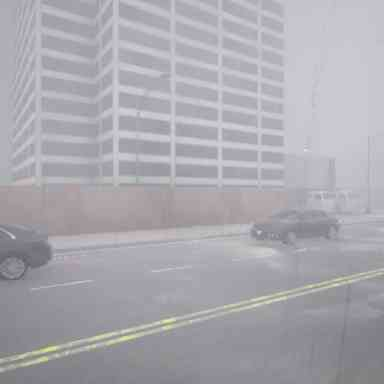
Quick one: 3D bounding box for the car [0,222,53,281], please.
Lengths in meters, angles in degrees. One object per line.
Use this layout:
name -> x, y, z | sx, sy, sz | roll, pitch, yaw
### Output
car -> -6.146, 1.506, 8.366 | 4.892, 1.490, 1.837 | 0, 0, -32

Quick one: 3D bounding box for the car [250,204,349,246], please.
car -> 4.882, 1.505, 15.473 | 4.892, 1.490, 1.837 | 0, 0, -33
